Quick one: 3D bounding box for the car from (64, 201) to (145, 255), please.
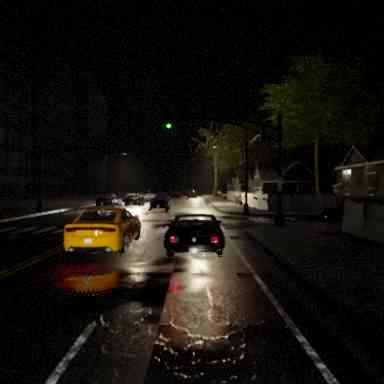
[{"bbox_3d":[-3.156,1.306,12.598,1.882,1.535,5.008,0,1,0],"label":"car"}]

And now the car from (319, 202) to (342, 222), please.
[{"bbox_3d":[11.073,1.336,21.991,4.718,1.301,1.895,0,0,2],"label":"car"}]

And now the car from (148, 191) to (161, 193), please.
[{"bbox_3d":[-6.599,0.926,53.149,1.895,1.301,4.718,0,1,0],"label":"car"}]

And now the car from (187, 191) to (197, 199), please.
[{"bbox_3d":[-0.034,0.717,66.653,2.033,1.411,5.357,0,1,0],"label":"car"}]

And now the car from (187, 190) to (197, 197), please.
[{"bbox_3d":[-0.039,0.410,77.070,2.128,1.511,4.902,0,1,0],"label":"car"}]

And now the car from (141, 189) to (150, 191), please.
[{"bbox_3d":[-9.785,0.357,68.992,2.150,2.045,5.566,0,1,0],"label":"car"}]

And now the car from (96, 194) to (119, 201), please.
[{"bbox_3d":[-9.861,0.987,38.972,2.128,1.511,4.902,0,1,0],"label":"car"}]

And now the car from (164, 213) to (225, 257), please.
[{"bbox_3d":[0.150,1.434,12.214,1.895,1.301,4.718,0,1,2],"label":"car"}]

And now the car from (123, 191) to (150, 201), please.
[{"bbox_3d":[-6.612,0.990,38.716,2.128,1.511,4.902,0,1,0],"label":"car"}]

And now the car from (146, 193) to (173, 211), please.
[{"bbox_3d":[-3.166,1.090,33.344,1.812,1.442,4.674,0,1,0],"label":"car"}]

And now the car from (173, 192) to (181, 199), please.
[{"bbox_3d":[-3.284,0.689,67.067,1.812,1.442,4.674,0,1,0],"label":"car"}]
